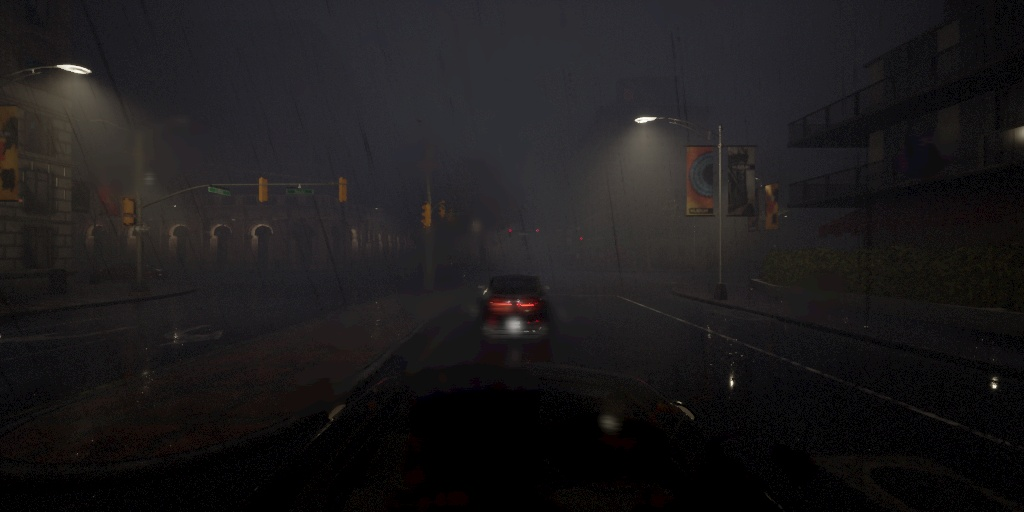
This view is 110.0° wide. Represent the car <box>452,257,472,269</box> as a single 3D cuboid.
[{"bbox_3d":[-8.040,1.276,58.371,1.812,1.442,4.674,0,0,0],"label":"car"}]

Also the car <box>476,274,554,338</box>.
[{"bbox_3d":[0.079,1.255,10.174,1.837,1.490,4.892,0,0,0],"label":"car"}]

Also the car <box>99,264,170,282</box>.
[{"bbox_3d":[-30.057,1.314,28.597,4.181,1.385,1.994,0,0,0],"label":"car"}]

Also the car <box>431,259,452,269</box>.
[{"bbox_3d":[-11.530,1.276,58.597,1.812,1.442,4.674,0,0,0],"label":"car"}]
